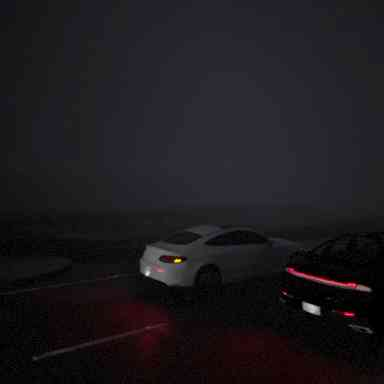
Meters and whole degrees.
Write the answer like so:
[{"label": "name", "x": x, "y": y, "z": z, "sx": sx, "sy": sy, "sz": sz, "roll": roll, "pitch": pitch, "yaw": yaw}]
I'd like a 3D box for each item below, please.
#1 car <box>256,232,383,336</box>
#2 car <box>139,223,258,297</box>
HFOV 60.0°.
[{"label": "car", "x": 3.791, "y": 1.514, "z": 6.236, "sx": 4.902, "sy": 1.511, "sz": 2.128, "roll": 0, "pitch": 0, "yaw": -33}, {"label": "car", "x": 0.948, "y": 1.546, "z": 8.564, "sx": 4.674, "sy": 1.442, "sz": 1.812, "roll": 0, "pitch": 0, "yaw": -33}]
